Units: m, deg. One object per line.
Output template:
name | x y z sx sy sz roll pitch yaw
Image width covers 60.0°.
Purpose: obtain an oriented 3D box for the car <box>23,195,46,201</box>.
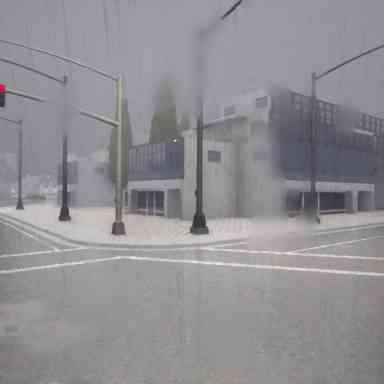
car | -39.147 1.402 83.262 4.892 1.490 1.837 0 0 9
